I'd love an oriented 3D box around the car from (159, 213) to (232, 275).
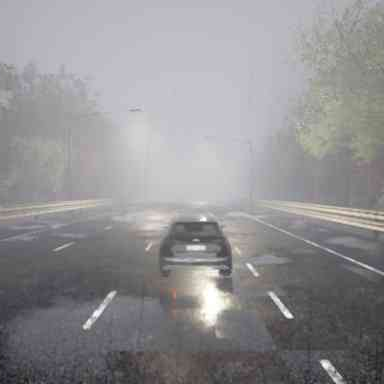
[{"bbox_3d":[0.070,1.451,10.417,2.033,1.649,4.856,0,0,-1],"label":"car"}]
